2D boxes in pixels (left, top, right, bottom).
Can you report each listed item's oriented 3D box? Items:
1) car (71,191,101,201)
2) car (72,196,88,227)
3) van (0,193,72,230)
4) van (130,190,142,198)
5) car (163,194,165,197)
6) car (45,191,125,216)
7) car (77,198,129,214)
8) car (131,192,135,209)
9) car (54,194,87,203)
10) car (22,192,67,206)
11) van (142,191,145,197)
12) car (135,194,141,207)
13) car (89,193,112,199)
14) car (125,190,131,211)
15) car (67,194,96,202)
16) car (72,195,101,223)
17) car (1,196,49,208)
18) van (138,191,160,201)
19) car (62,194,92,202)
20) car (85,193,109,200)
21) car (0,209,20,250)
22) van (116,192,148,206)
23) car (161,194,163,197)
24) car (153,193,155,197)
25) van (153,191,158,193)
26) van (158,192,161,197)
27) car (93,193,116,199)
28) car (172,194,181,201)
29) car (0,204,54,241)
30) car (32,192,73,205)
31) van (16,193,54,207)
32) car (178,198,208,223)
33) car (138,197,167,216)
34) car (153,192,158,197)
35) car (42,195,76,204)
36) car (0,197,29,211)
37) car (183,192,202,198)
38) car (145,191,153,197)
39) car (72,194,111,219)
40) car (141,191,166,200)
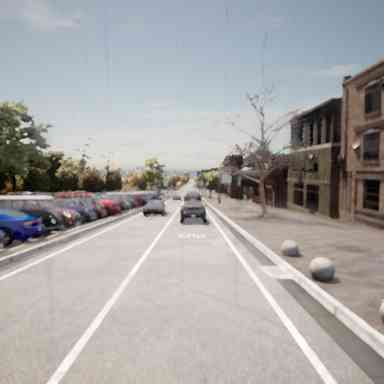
[{"bbox_3d":[-22.035,0.875,69.320,5.566,2.045,2.435,0,1,0],"label":"car"},{"bbox_3d":[-8.940,1.272,19.661,4.553,1.767,2.185,0,0,0],"label":"car"},{"bbox_3d":[-8.788,1.182,16.858,4.442,1.987,1.878,0,0,0],"label":"van"},{"bbox_3d":[-9.059,1.092,42.087,4.442,1.987,1.878,0,0,0],"label":"van"},{"bbox_3d":[-8.992,1.124,72.933,4.674,1.452,2.002,0,1,0],"label":"car"},{"bbox_3d":[-8.893,1.116,28.071,5.566,2.045,2.435,0,0,0],"label":"car"},{"bbox_3d":[-8.927,1.388,33.678,4.674,1.452,2.002,0,0,0],"label":"car"},{"bbox_3d":[-8.965,1.212,36.481,4.553,1.767,2.185,0,0,0],"label":"car"},{"bbox_3d":[-22.236,1.211,60.993,5.366,1.575,1.946,0,1,0],"label":"car"},{"bbox_3d":[-22.063,1.039,49.886,5.566,2.045,2.435,0,0,0],"label":"car"},{"bbox_3d":[-9.064,1.082,44.890,4.442,1.987,1.878,0,0,0],"label":"van"},{"bbox_3d":[-8.932,1.329,39.284,4.892,1.521,2.231,0,0,0],"label":"car"},{"bbox_3d":[-22.110,1.028,80.425,4.792,1.488,2.163,0,1,0],"label":"car"},{"bbox_3d":[-8.897,1.106,30.874,5.566,2.045,2.435,0,0,0],"label":"car"},{"bbox_3d":[-22.053,1.159,66.548,4.892,1.521,2.231,0,1,0],"label":"car"},{"bbox_3d":[-8.882,1.262,22.464,4.553,1.767,2.185,0,0,0],"label":"car"},{"bbox_3d":[-22.212,1.308,44.336,5.366,1.575,1.946,0,0,0],"label":"car"},{"bbox_3d":[-9.102,0.890,70.127,4.442,1.987,1.878,0,1,0],"label":"van"},{"bbox_3d":[-22.050,1.187,63.770,5.008,1.535,2.097,0,1,0],"label":"car"},{"bbox_3d":[-22.083,1.032,77.650,4.892,1.521,2.231,0,1,0],"label":"car"},{"bbox_3d":[-8.867,1.458,11.252,4.792,1.488,2.163,0,0,0],"label":"car"},{"bbox_3d":[-9.072,1.061,50.495,4.442,1.987,1.878,0,0,0],"label":"van"},{"bbox_3d":[-8.976,1.148,67.326,5.008,1.535,2.097,0,1,0],"label":"car"},{"bbox_3d":[-8.966,1.271,53.304,4.892,1.521,2.231,0,0,0],"label":"car"},{"bbox_3d":[-9.089,0.980,61.715,4.442,1.987,1.878,0,1,0],"label":"van"},{"bbox_3d":[-8.860,0.953,64.517,4.442,1.987,1.878,0,1,0],"label":"van"},{"bbox_3d":[-21.899,0.964,83.200,5.366,1.575,1.946,0,1,0],"label":"car"},{"bbox_3d":[-3.261,1.135,71.810,2.033,1.411,5.357,0,1,0],"label":"car"},{"bbox_3d":[-8.895,1.418,14.055,5.008,1.535,2.097,0,0,0],"label":"car"},{"bbox_3d":[-22.010,1.024,52.662,5.566,2.045,2.435,0,0,0],"label":"car"},{"bbox_3d":[-22.147,1.075,47.109,4.442,1.987,1.878,0,0,0],"label":"van"},{"bbox_3d":[0.095,1.405,24.918,1.837,1.490,4.892,0,0,0],"label":"car"},{"bbox_3d":[-3.354,1.428,30.780,2.033,1.411,5.357,0,0,0],"label":"car"},{"bbox_3d":[-8.998,1.262,58.915,4.792,1.488,2.163,0,1,0],"label":"car"},{"bbox_3d":[-22.071,1.288,55.439,4.792,1.488,2.163,0,0,0],"label":"car"},{"bbox_3d":[-21.989,1.360,38.784,4.792,1.488,2.163,0,0,0],"label":"car"},{"bbox_3d":[0.094,1.058,40.908,2.150,2.045,5.566,0,1,0],"label":"car"},{"bbox_3d":[-8.923,1.046,47.694,5.566,2.045,2.435,0,0,0],"label":"car"},{"bbox_3d":[-8.886,1.252,25.268,4.553,1.767,2.185,0,0,0],"label":"car"},{"bbox_3d":[-8.970,0.768,78.536,5.566,2.045,2.435,0,1,0],"label":"car"}]
